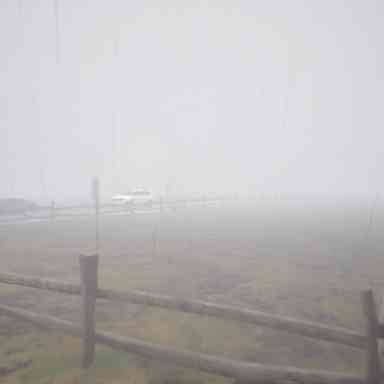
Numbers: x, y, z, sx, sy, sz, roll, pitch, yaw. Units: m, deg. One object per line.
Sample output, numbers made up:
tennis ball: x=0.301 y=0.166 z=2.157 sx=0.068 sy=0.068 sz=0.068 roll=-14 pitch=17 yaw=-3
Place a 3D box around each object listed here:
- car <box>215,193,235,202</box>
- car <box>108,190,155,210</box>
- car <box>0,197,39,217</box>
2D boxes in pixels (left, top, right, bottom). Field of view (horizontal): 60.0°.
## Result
car: x=5.427 y=0.862 z=52.439 sx=1.994 sy=1.385 sz=4.181 roll=1 pitch=1 yaw=36
car: x=-6.439 y=0.761 z=36.114 sx=2.150 sy=2.045 sz=5.566 roll=1 pitch=1 yaw=36
car: x=-14.257 y=1.199 z=25.293 sx=1.837 sy=1.490 sz=4.892 roll=1 pitch=1 yaw=36
